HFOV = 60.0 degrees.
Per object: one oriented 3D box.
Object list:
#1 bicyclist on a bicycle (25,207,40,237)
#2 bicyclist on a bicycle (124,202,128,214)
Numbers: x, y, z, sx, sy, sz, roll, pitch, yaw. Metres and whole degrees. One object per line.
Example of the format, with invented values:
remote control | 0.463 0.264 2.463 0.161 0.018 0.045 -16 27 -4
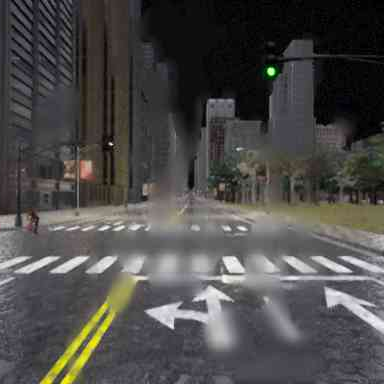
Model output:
bicyclist on a bicycle | -8.758 1.648 18.305 0.582 1.620 1.656 0 0 0
bicyclist on a bicycle | -8.768 2.121 44.224 0.582 1.620 1.656 0 -1 0
